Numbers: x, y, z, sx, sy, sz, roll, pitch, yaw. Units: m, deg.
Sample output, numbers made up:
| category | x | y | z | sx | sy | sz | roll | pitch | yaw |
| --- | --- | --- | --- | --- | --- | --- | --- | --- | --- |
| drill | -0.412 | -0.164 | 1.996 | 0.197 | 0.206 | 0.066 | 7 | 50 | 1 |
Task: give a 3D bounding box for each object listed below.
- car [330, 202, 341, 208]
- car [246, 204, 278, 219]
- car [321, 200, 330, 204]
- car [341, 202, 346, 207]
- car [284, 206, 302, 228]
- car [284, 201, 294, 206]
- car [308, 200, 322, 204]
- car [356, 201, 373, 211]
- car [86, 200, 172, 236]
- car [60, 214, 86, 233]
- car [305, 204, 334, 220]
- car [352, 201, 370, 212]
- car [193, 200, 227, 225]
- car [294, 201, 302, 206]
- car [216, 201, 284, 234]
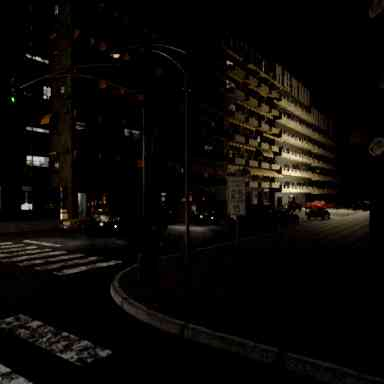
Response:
| category | x | y | z | sx | sy | sz | roll | pitch | yaw |
| --- | --- | --- | --- | --- | --- | --- | --- | --- | --- |
| car | 32.746 | 3.066 | 77.852 | 1.887 | 1.381 | 4.507 | -1 | -2 | 35 |
| car | 8.054 | 2.191 | 37.902 | 1.837 | 1.490 | 4.892 | 0 | -1 | 35 |
| car | 26.262 | 2.640 | 68.569 | 2.192 | 1.841 | 5.009 | -1 | -2 | 35 |
| car | 39.230 | 3.281 | 87.142 | 1.947 | 1.339 | 4.313 | -1 | -2 | 35 |
| car | 7.213 | 2.043 | 26.681 | 1.887 | 1.381 | 4.507 | -1 | -2 | 35 |
| car | 13.200 | 2.446 | 49.846 | 1.752 | 1.417 | 4.829 | -1 | -2 | 35 |
| car | 23.022 | 2.770 | 63.919 | 1.887 | 1.381 | 4.507 | -1 | -2 | 35 |
| car | 33.141 | 2.621 | 63.842 | 2.192 | 1.841 | 5.009 | -1 | -2 | 35 |
| car | -3.582 | 1.540 | 21.252 | 2.150 | 2.045 | 5.566 | 0 | -1 | 35 |
| car | -6.247 | 1.834 | 21.980 | 1.752 | 1.417 | 4.829 | -1 | -2 | 35 |
| car | 13.696 | 2.284 | 35.969 | 1.802 | 1.307 | 4.206 | -1 | -2 | 35 |
| car | 29.900 | 2.522 | 59.197 | 2.192 | 1.841 | 5.009 | -1 | -2 | 35 |
| car | 2.327 | 1.728 | 29.720 | 2.150 | 2.045 | 5.566 | 0 | -1 | 34 |
| car | 16.538 | 2.340 | 54.636 | 2.192 | 1.841 | 5.009 | -1 | -2 | 35 |
| car | 3.971 | 1.711 | 22.043 | 2.192 | 1.841 | 5.009 | -1 | -2 | 35 |
